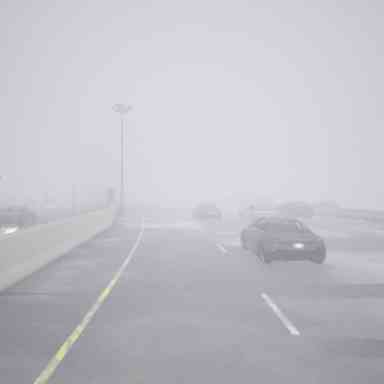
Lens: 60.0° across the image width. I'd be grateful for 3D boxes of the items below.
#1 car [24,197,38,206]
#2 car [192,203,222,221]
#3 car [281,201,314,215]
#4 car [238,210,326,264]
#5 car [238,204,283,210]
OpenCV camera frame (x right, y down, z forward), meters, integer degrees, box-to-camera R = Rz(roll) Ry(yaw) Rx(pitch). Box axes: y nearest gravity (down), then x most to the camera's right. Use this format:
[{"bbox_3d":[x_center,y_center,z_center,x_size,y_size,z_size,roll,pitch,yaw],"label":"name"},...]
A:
[{"bbox_3d":[-29.367,1.713,60.757,2.033,1.411,5.357,0,0,-22],"label":"car"},{"bbox_3d":[1.199,1.610,28.225,1.994,1.385,4.181,0,0,-9],"label":"car"},{"bbox_3d":[8.329,1.520,27.868,2.128,1.511,4.902,0,0,-8],"label":"car"},{"bbox_3d":[3.052,1.577,11.912,1.994,1.385,4.181,0,0,-4],"label":"car"},{"bbox_3d":[5.080,1.634,26.135,1.895,1.301,4.718,0,0,-8],"label":"car"}]
